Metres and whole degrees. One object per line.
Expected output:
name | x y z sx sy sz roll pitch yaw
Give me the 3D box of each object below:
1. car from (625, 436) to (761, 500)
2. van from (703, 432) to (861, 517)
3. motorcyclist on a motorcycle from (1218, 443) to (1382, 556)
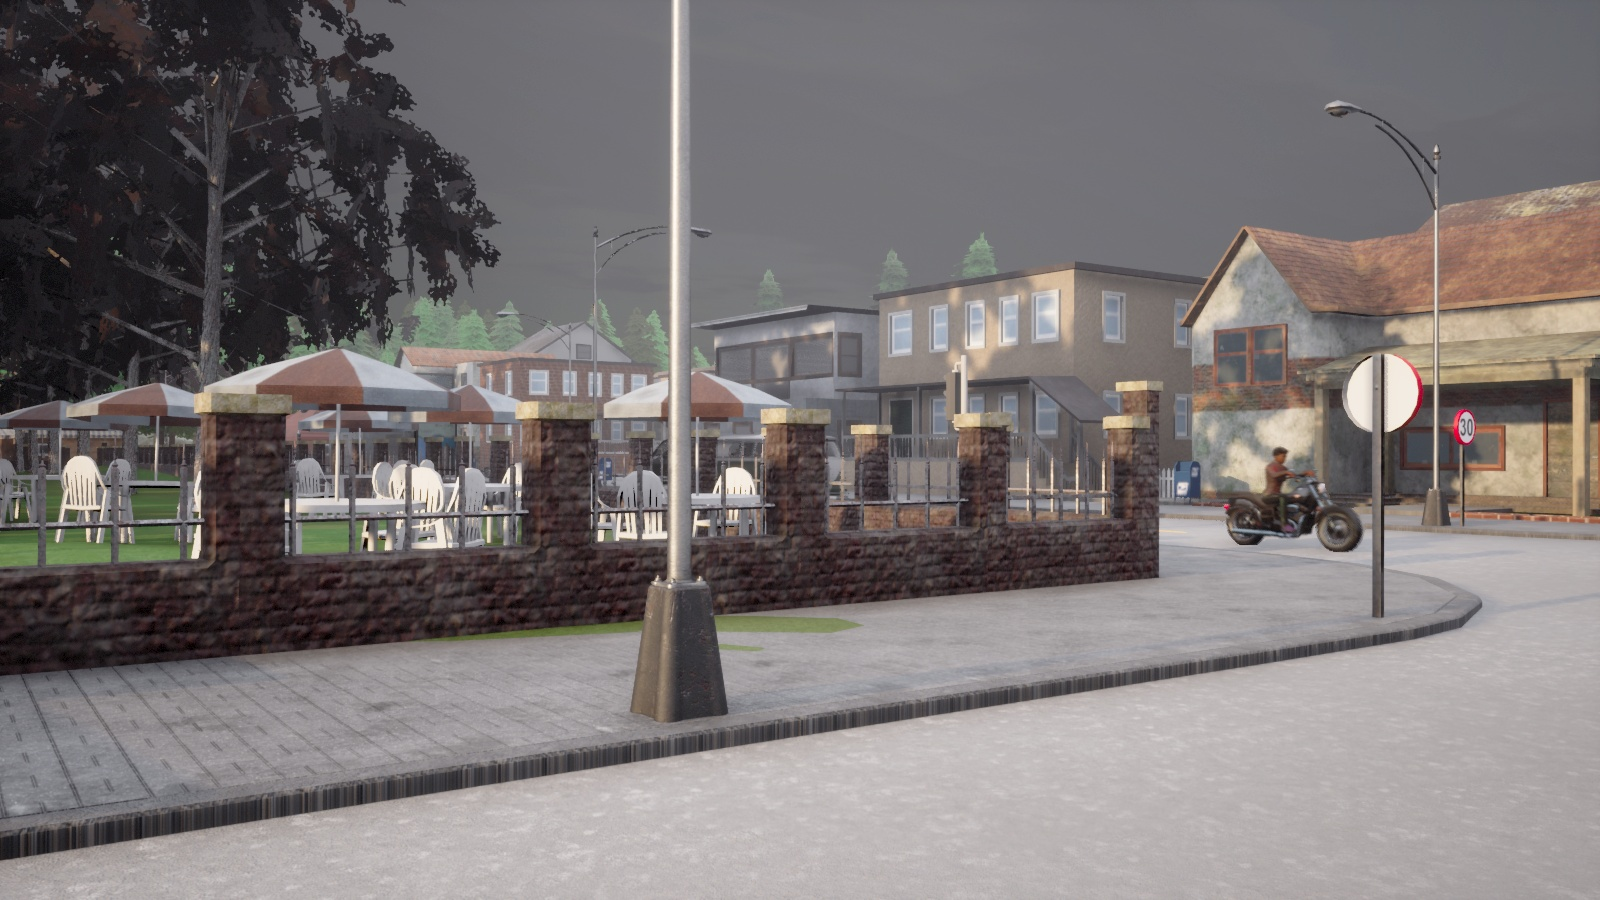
car | -3.768 0.577 43.111 2.150 2.045 5.566 0 0 -35
van | -0.540 0.575 31.519 1.775 1.987 4.442 0 0 -35
motorcyclist on a motorcycle | 7.771 0.727 19.641 0.766 1.649 2.350 0 0 -35
